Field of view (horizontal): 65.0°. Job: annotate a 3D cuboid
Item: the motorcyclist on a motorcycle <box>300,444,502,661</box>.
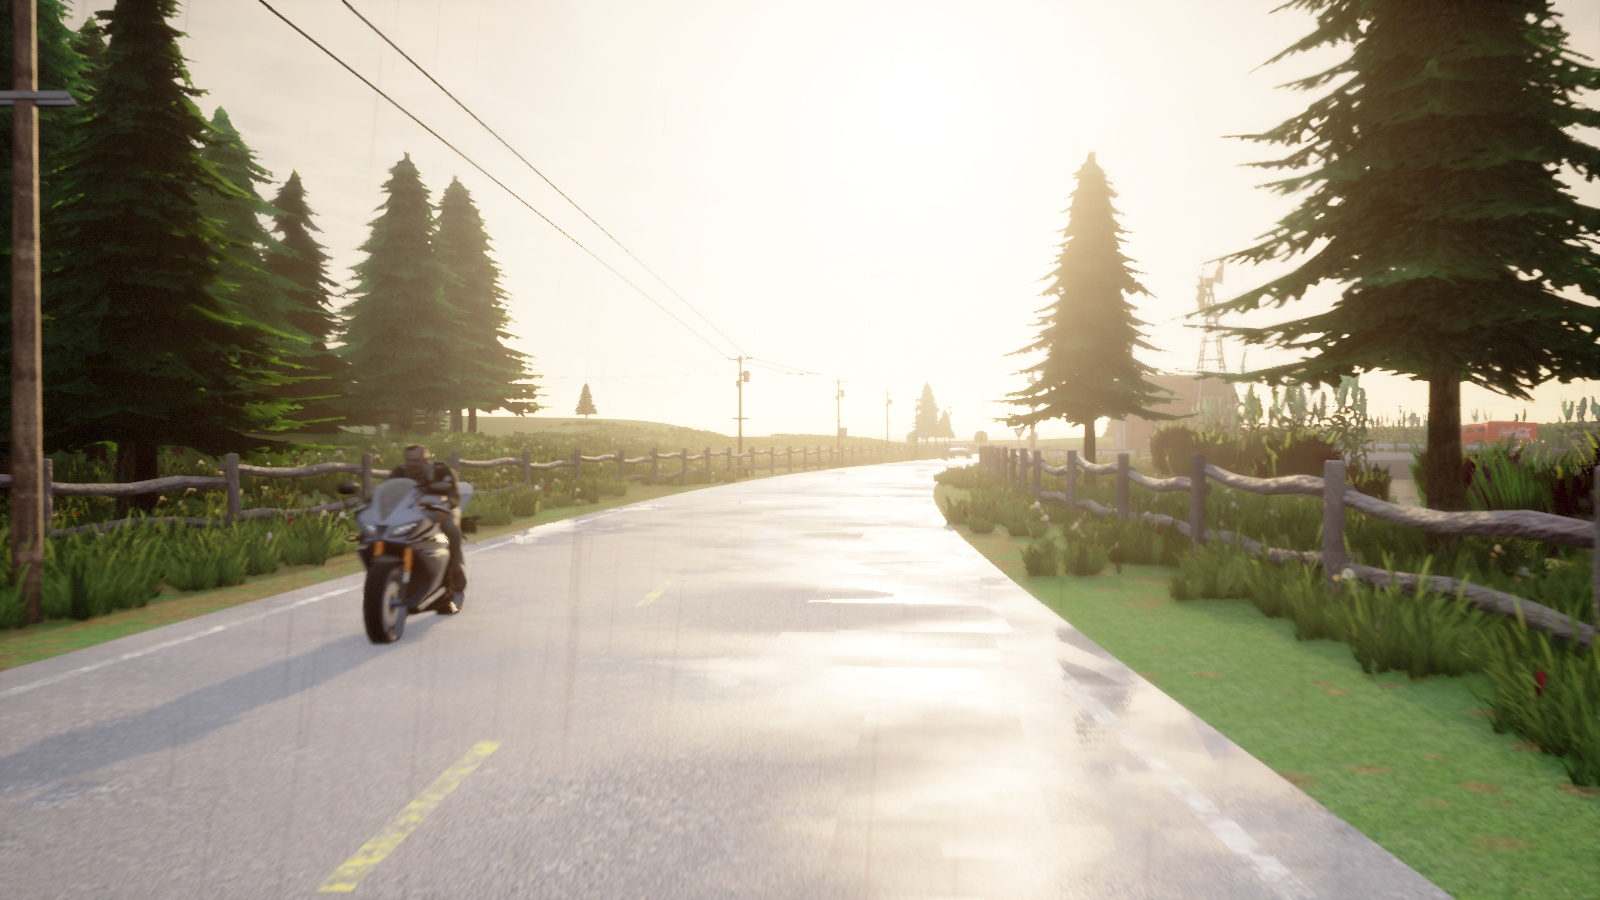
[{"bbox_3d":[-3.090,0.722,10.001,0.866,1.530,2.191,0,0,1],"label":"motorcyclist on a motorcycle"}]
